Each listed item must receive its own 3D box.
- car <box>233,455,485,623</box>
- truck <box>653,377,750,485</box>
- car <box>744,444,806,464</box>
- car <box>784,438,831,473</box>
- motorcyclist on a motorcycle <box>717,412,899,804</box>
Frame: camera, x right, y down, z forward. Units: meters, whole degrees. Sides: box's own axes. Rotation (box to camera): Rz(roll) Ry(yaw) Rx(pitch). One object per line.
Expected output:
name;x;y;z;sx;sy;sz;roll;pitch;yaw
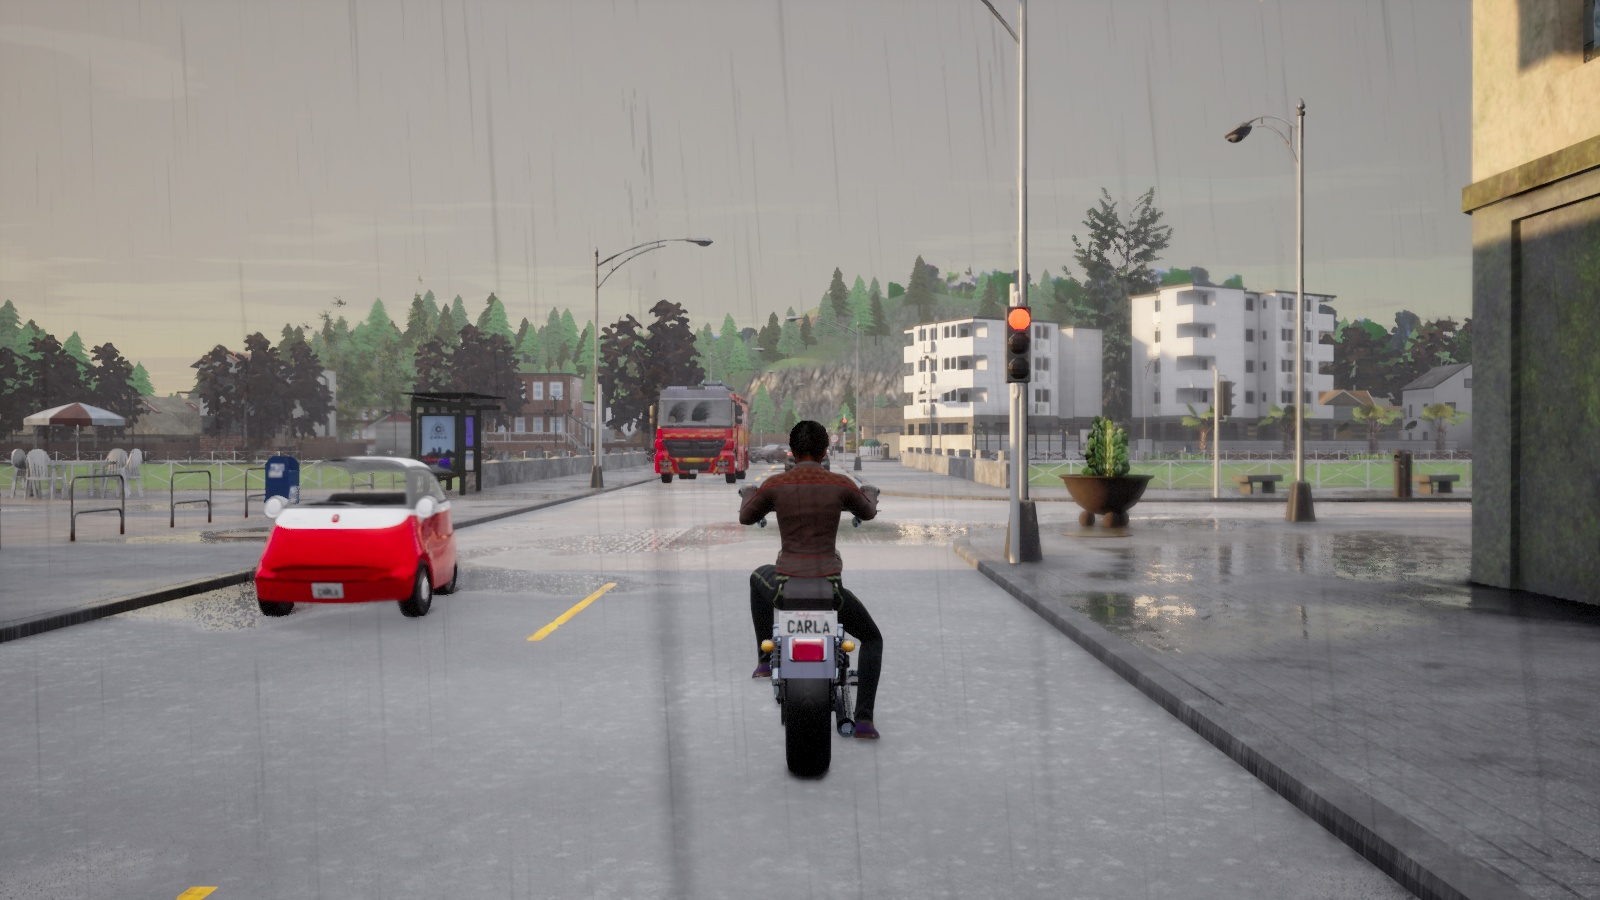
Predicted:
car;-3.894;0.733;11.407;1.481;1.376;2.207;0;0;1
truck;-3.681;-0.699;48.919;2.891;3.827;8.468;0;0;2
car;-1.762;0.256;90.694;1.812;1.442;4.674;0;0;42
car;0.351;0.241;61.720;2.242;1.667;4.611;0;0;0
motorcyclist on a motorcycle;0.046;0.660;6.456;0.766;1.649;2.350;0;0;1
